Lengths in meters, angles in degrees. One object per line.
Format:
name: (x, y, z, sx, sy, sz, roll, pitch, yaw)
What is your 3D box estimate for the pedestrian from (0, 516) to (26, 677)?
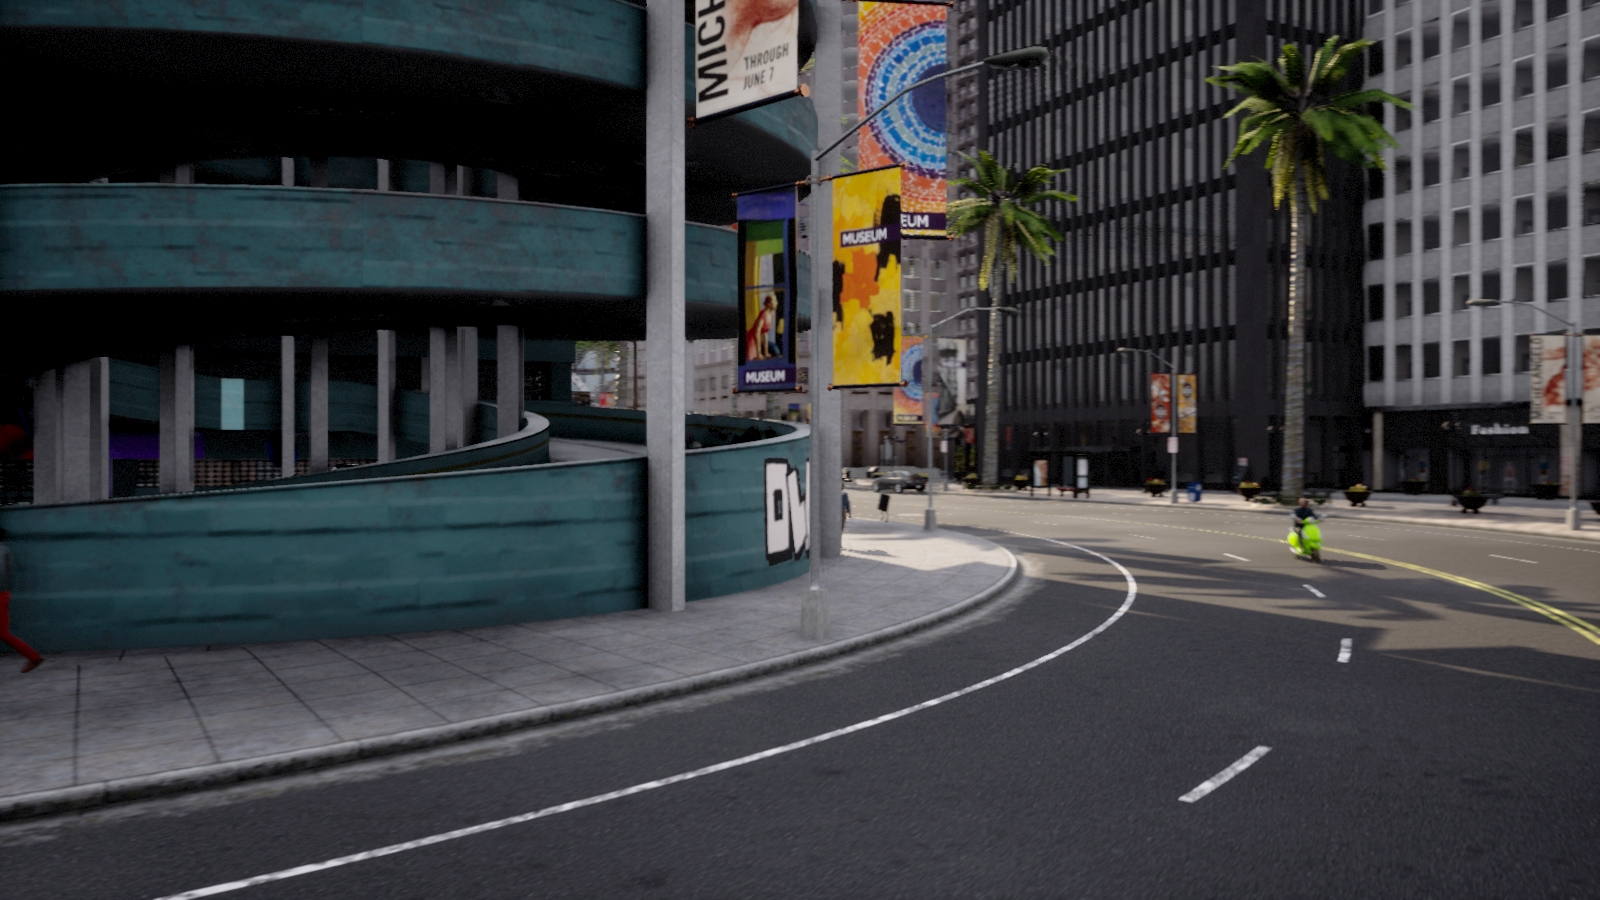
pedestrian: (-9.401, 1.720, 13.518, 0.375, 1.860, 0.375, 0, 0, -29)

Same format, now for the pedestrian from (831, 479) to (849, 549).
pedestrian: (1.088, 1.731, 31.099, 0.375, 1.860, 0.375, 0, 0, -17)
